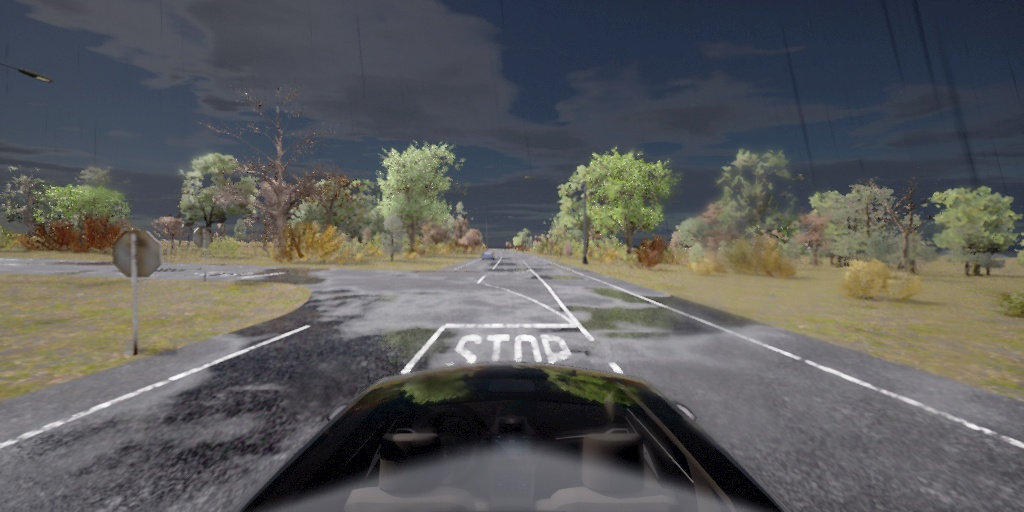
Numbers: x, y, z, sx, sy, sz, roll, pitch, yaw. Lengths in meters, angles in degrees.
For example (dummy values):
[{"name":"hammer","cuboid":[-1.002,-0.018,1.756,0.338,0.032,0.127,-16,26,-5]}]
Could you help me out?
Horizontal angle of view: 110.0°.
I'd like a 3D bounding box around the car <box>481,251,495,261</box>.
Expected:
[{"name":"car","cuboid":[-3.653,-0.013,54.999,1.812,1.442,4.674,0,1,-1]}]
